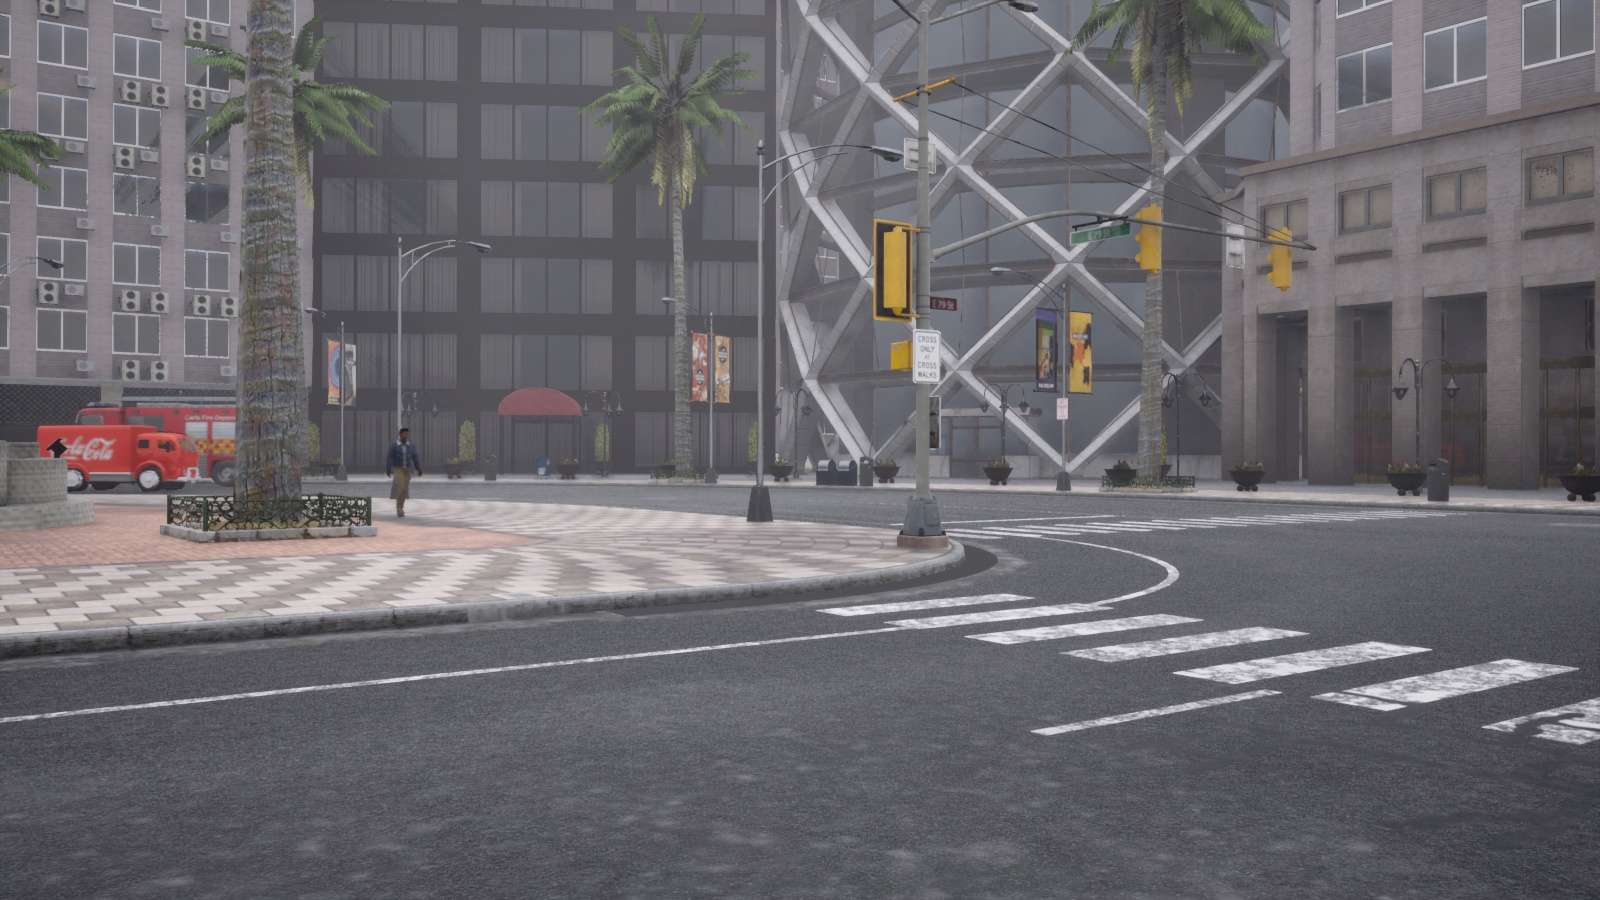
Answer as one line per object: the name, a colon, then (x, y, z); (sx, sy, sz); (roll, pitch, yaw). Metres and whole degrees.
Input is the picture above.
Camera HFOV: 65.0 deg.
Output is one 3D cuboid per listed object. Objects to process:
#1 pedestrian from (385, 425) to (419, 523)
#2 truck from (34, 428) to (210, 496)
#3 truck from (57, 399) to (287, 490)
pedestrian: (-8.062, 0.481, 25.444); (0.423, 1.949, 0.788); (0, 0, -36)
truck: (-25.321, 0.427, 47.098); (5.204, 2.467, 2.627); (0, 0, -3)
truck: (-26.894, -0.230, 54.071); (8.468, 3.827, 2.891); (0, 0, 0)
